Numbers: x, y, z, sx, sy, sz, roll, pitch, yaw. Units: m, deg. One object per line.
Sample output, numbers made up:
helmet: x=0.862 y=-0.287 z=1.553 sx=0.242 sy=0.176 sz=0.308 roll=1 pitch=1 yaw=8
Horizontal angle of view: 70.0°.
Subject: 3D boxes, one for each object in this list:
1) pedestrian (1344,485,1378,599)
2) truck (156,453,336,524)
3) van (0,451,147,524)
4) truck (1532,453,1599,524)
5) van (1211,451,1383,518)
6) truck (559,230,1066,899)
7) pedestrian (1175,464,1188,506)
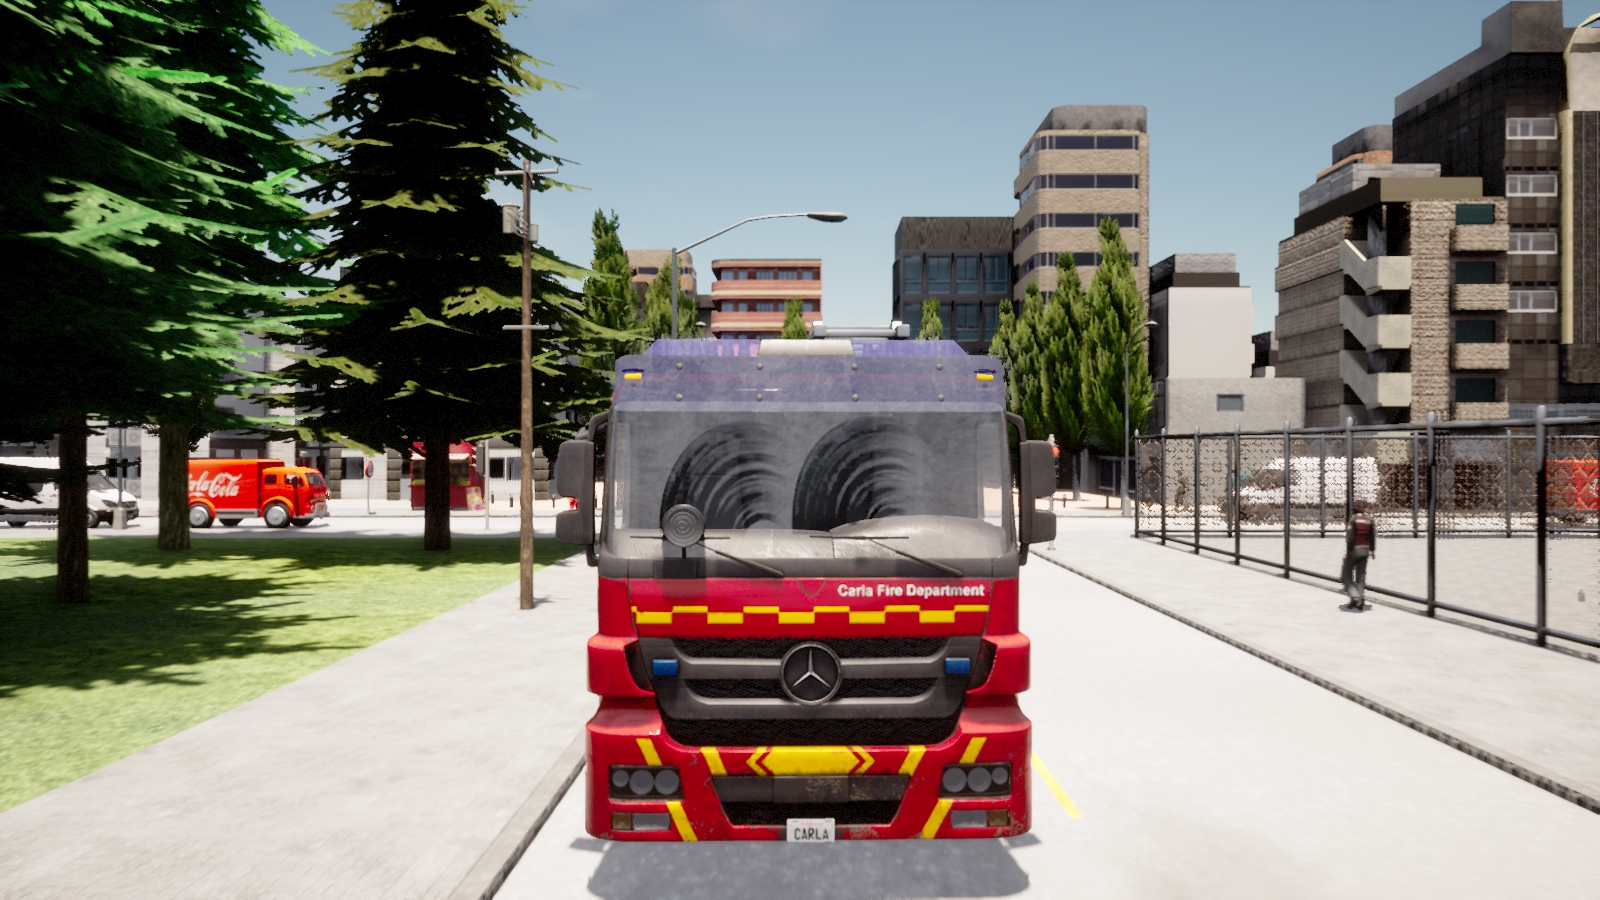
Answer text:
pedestrian: x=9.356 y=1.527 z=19.049 sx=0.375 sy=1.860 sz=0.375 roll=0 pitch=0 yaw=-1
truck: x=-19.853 y=1.354 z=41.176 sx=5.204 sy=2.467 sz=2.627 roll=0 pitch=0 yaw=0
van: x=-27.083 y=1.321 z=41.235 sx=5.915 sy=2.561 sz=1.988 roll=0 pitch=0 yaw=0
truck: x=29.701 y=1.353 z=40.988 sx=5.204 sy=2.467 sz=2.627 roll=0 pitch=0 yaw=2
van: x=19.503 y=1.320 z=44.985 sx=5.915 sy=2.561 sz=1.988 roll=0 pitch=0 yaw=0
truck: x=-0.036 y=0.673 z=10.752 sx=2.891 sy=3.827 sz=8.468 roll=0 pitch=0 yaw=-2
pedestrian: x=16.818 y=1.529 z=50.372 sx=0.375 sy=1.860 sz=0.375 roll=0 pitch=0 yaw=-9
